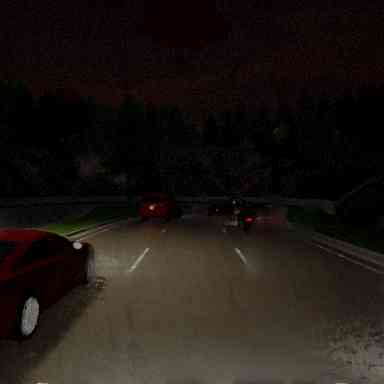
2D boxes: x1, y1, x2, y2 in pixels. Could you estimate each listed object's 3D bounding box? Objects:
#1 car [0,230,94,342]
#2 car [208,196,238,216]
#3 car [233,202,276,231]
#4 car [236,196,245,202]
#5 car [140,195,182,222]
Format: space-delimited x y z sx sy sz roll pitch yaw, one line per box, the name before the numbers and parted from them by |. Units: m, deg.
car | -3.398 1.477 6.495 1.882 1.535 5.008 0 0 0
car | 2.942 1.478 32.721 1.882 1.535 5.008 0 0 15
car | 3.865 1.548 20.416 2.033 1.411 5.357 0 0 3
car | 5.739 1.352 42.913 2.097 1.767 4.553 0 0 15
car | -2.339 1.221 26.504 2.150 2.045 5.566 0 0 11
